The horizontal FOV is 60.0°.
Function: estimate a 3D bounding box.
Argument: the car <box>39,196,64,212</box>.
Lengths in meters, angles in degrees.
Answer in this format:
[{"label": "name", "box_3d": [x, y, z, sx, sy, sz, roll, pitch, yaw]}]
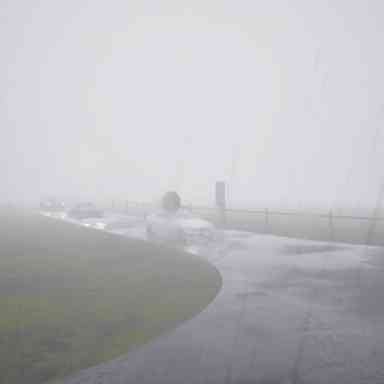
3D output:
[{"label": "car", "box_3d": [-16.010, 1.304, 38.043, 2.097, 1.767, 4.553, 0, 0, -35]}]

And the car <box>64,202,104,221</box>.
[{"label": "car", "box_3d": [-8.946, 1.580, 28.022, 1.994, 1.385, 4.181, 0, 0, -36]}]

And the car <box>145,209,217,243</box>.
[{"label": "car", "box_3d": [-0.733, 1.608, 16.912, 1.812, 1.442, 4.674, 0, 0, -37]}]
